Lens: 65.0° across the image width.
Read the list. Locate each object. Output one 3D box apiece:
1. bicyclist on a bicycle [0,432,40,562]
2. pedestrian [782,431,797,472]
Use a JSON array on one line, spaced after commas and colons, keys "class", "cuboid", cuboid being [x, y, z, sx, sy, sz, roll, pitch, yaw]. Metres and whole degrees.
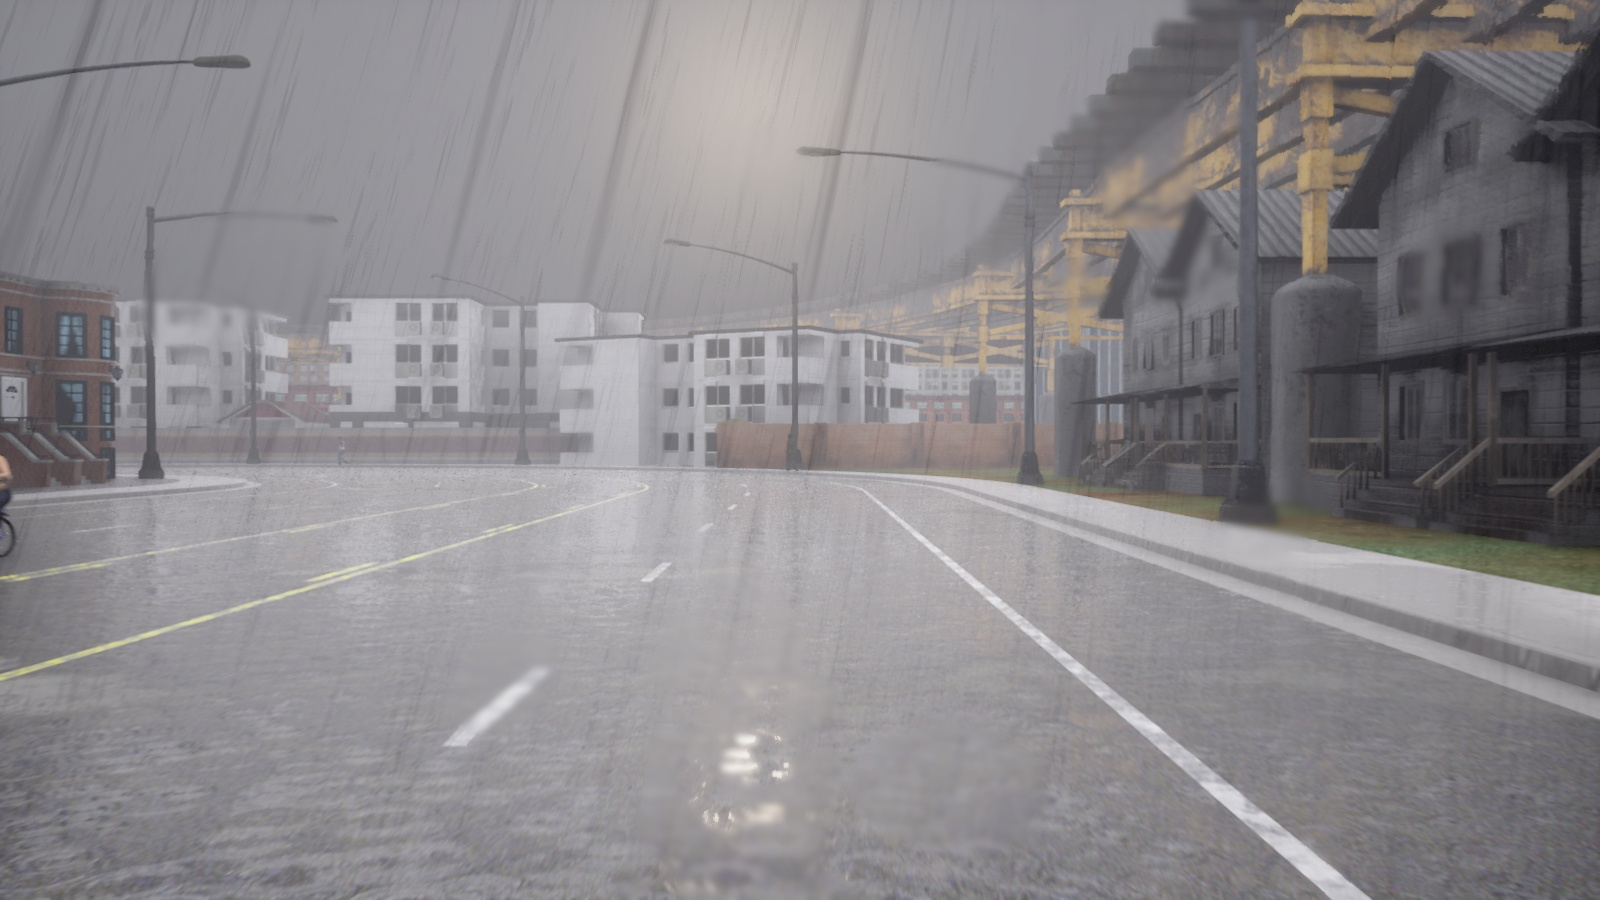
[{"class": "bicyclist on a bicycle", "cuboid": [-10.393, 0.586, 15.699, 0.866, 1.612, 1.509, 0, 0, 0]}, {"class": "pedestrian", "cuboid": [-0.481, 0.069, 58.998, 0.395, 1.930, 0.692, 0, 0, -30]}]
